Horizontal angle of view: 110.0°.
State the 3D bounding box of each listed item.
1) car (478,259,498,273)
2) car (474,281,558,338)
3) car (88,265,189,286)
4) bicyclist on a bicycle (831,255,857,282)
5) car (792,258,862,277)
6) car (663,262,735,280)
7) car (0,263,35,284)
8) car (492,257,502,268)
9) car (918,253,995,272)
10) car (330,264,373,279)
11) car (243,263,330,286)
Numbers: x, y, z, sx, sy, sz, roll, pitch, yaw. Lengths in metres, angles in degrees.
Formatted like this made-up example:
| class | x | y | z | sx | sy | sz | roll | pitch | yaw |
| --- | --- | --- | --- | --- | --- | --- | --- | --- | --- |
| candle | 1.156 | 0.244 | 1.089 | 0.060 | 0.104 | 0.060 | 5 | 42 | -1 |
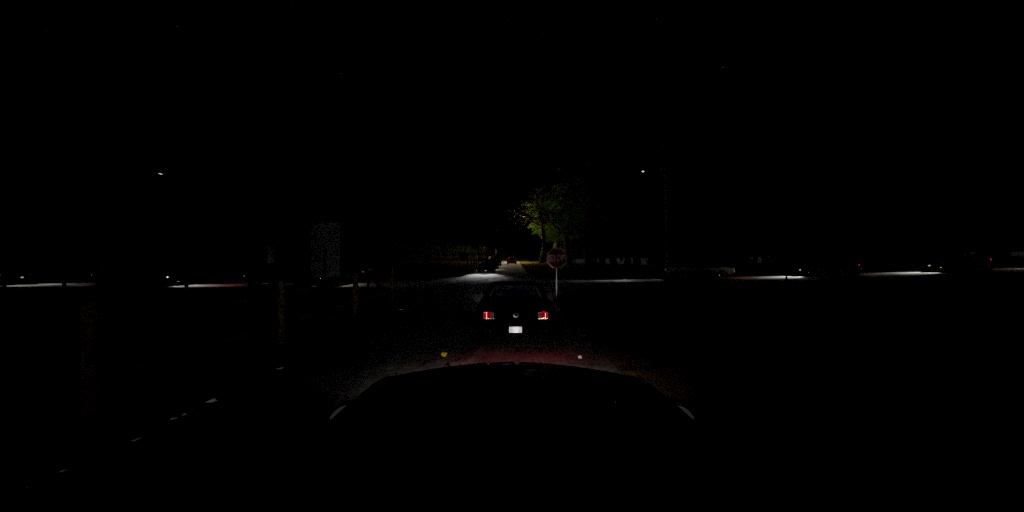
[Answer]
| class | x | y | z | sx | sy | sz | roll | pitch | yaw |
| --- | --- | --- | --- | --- | --- | --- | --- | --- | --- |
| car | -2.928 | 1.300 | 41.796 | 1.895 | 1.301 | 4.718 | 0 | 0 | 0 |
| car | 0.082 | 1.352 | 10.187 | 1.895 | 1.301 | 4.718 | 0 | 0 | 0 |
| car | -25.228 | 1.292 | 24.317 | 5.357 | 1.411 | 2.033 | 0 | -1 | 0 |
| bicyclist on a bicycle | 19.855 | 0.746 | 21.505 | 0.582 | 1.620 | 1.656 | -1 | -1 | 0 |
| car | 24.083 | 0.827 | 27.506 | 4.181 | 1.385 | 1.994 | -2 | -1 | 0 |
| car | 14.194 | 1.122 | 27.459 | 4.718 | 1.301 | 1.895 | -1 | -1 | 0 |
| car | -35.601 | 1.161 | 24.276 | 4.892 | 1.490 | 1.837 | 1 | -1 | 0 |
| car | -2.942 | 1.170 | 53.144 | 2.033 | 1.411 | 5.357 | 0 | 1 | 0 |
| car | 34.027 | 0.477 | 27.562 | 4.181 | 1.385 | 1.994 | -2 | -1 | -1 |
| car | -13.048 | 1.320 | 27.258 | 4.674 | 1.442 | 1.812 | 0 | -1 | -3 |
| car | -15.416 | 1.252 | 24.322 | 4.892 | 1.490 | 1.837 | 0 | -1 | 1 |
